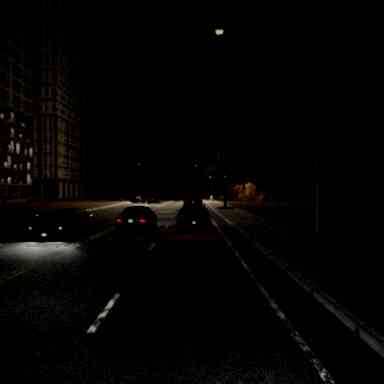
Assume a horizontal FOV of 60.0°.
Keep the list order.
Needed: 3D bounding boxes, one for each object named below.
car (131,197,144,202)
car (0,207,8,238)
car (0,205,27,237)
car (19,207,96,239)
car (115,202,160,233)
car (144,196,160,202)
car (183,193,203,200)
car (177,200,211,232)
[{"bbox_3d":[-9.789,1.512,60.061,1.994,1.385,4.181,0,0,1],"label":"car"},{"bbox_3d":[-3.150,1.220,0.922,2.150,2.045,5.566,0,0,0],"label":"car"},{"bbox_3d":[-9.848,1.477,17.675,2.128,1.511,4.902,0,0,0],"label":"car"},{"bbox_3d":[-6.602,1.533,17.496,2.033,1.411,5.357,0,0,0],"label":"car"},{"bbox_3d":[-3.147,1.531,19.563,2.033,1.411,5.357,0,0,0],"label":"car"},{"bbox_3d":[-6.554,1.456,57.442,1.837,1.490,4.892,0,0,1],"label":"car"},{"bbox_3d":[0.102,1.189,38.981,2.150,2.045,5.566,0,0,0],"label":"car"},{"bbox_3d":[0.103,1.461,19.999,1.882,1.535,5.008,0,0,0],"label":"car"}]
